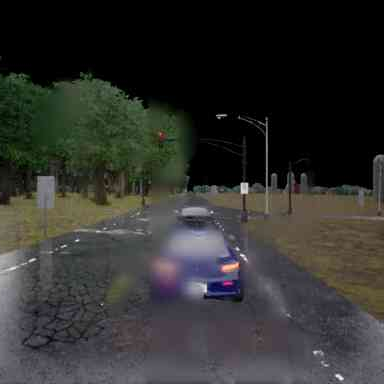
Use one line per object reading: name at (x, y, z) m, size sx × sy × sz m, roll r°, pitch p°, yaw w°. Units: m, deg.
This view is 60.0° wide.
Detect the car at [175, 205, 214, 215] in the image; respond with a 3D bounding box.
car at (0.132, 1.432, 17.403) m, size 1.882 × 1.535 × 5.008 m, roll 0°, pitch 0°, yaw 0°

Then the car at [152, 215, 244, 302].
car at (0.119, 1.516, 8.124) m, size 1.812 × 1.442 × 4.674 m, roll 0°, pitch 0°, yaw 0°
